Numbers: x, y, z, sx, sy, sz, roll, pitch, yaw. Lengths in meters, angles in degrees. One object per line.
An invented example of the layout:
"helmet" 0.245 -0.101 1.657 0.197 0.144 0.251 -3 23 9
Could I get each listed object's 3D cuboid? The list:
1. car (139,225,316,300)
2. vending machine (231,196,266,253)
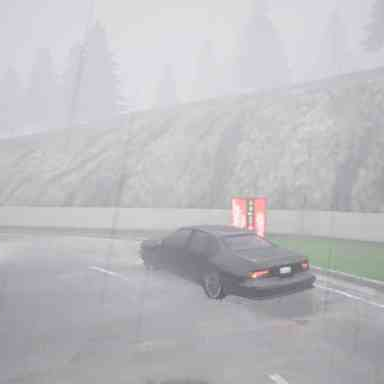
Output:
"car" 0.458 1.560 8.544 2.033 1.411 5.357 0 0 -32
"vending machine" 2.221 1.214 13.015 1.100 2.100 0.880 0 0 -43
